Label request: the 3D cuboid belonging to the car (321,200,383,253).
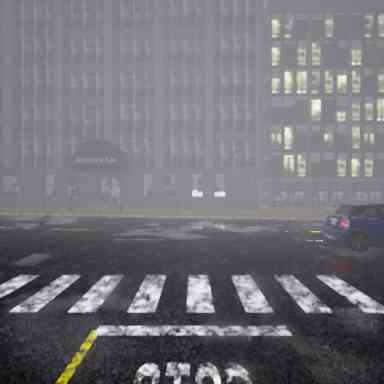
[{"bbox_3d":[7.370,1.224,12.345,4.553,1.767,2.097,2,1,1],"label":"car"}]
